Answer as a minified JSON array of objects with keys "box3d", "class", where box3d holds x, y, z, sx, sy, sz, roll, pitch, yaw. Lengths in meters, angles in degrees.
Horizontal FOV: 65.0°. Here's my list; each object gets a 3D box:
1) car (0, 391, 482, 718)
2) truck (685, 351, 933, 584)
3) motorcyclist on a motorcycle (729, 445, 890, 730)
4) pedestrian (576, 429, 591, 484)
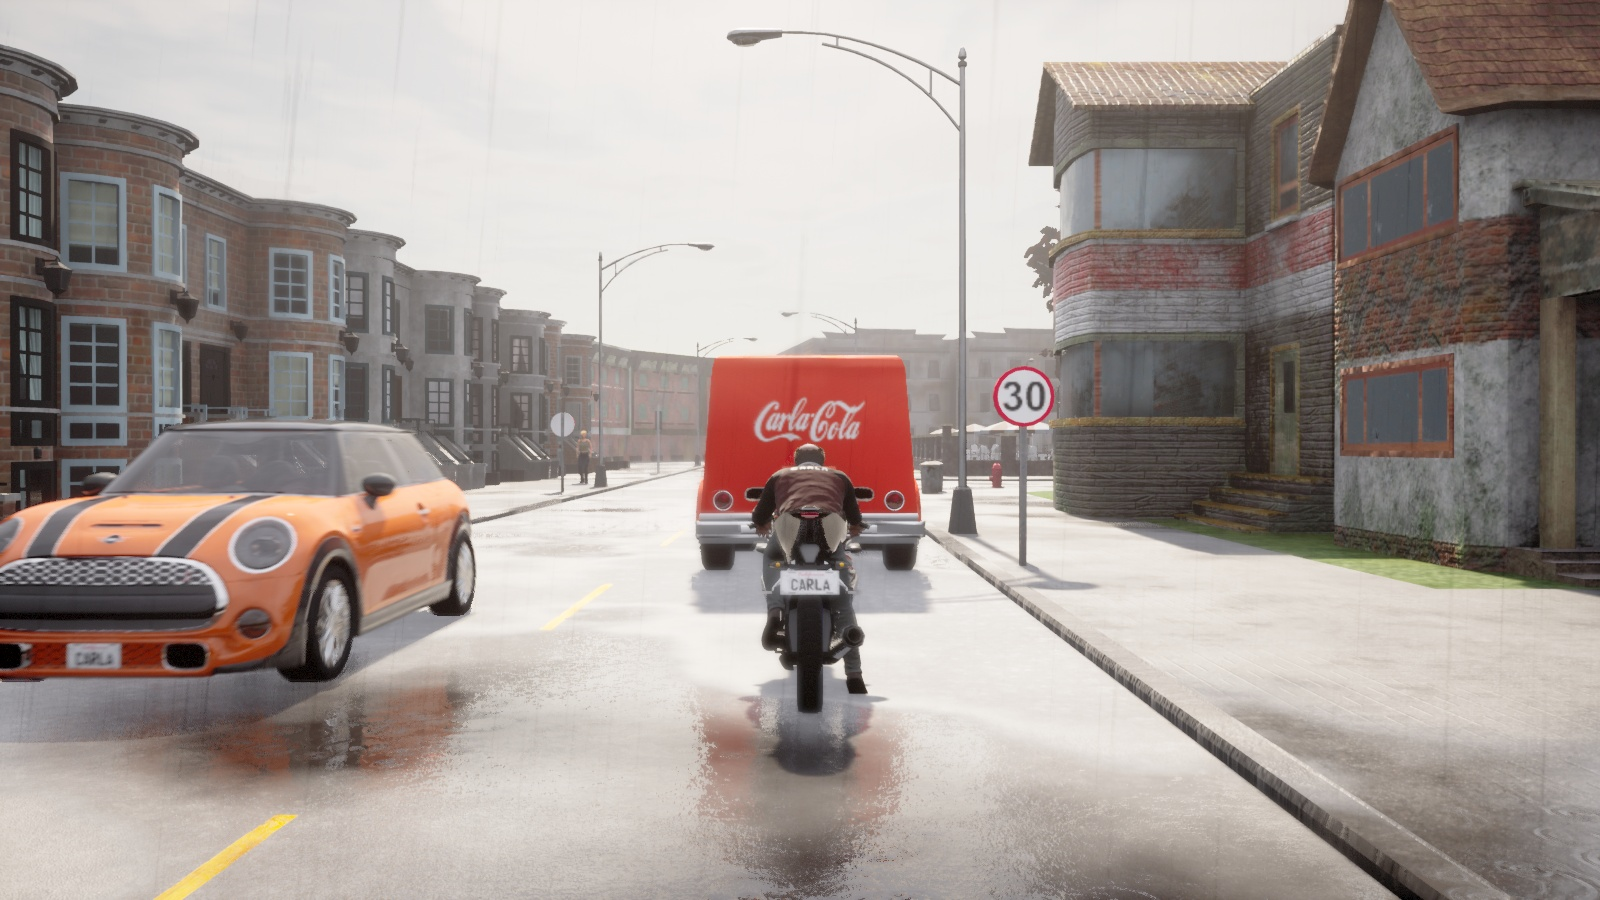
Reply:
[{"box3d":[-3.934,0.550,9.062,2.097,1.767,4.553,0,0,0],"class":"car"},{"box3d":[0.105,0.170,15.910,2.627,2.467,5.204,0,0,0],"class":"truck"},{"box3d":[0.059,0.737,7.850,0.866,1.530,2.191,0,0,0],"class":"motorcyclist on a motorcycle"},{"box3d":[-7.321,0.210,42.481,0.345,1.836,0.594,0,0,4],"class":"pedestrian"}]
